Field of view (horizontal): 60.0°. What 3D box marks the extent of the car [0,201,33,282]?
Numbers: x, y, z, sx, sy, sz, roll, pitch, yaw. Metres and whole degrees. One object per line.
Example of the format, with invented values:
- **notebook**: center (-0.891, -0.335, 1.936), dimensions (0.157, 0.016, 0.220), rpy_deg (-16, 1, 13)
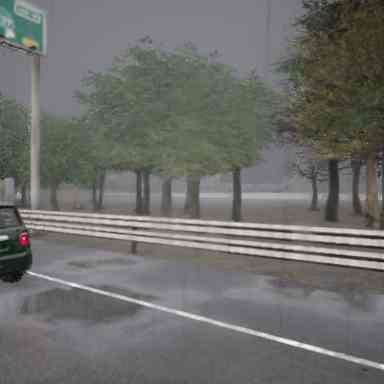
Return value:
- **car**: center (-6.337, 1.228, 8.523), dimensions (5.566, 2.045, 2.150), rpy_deg (0, 0, 36)
